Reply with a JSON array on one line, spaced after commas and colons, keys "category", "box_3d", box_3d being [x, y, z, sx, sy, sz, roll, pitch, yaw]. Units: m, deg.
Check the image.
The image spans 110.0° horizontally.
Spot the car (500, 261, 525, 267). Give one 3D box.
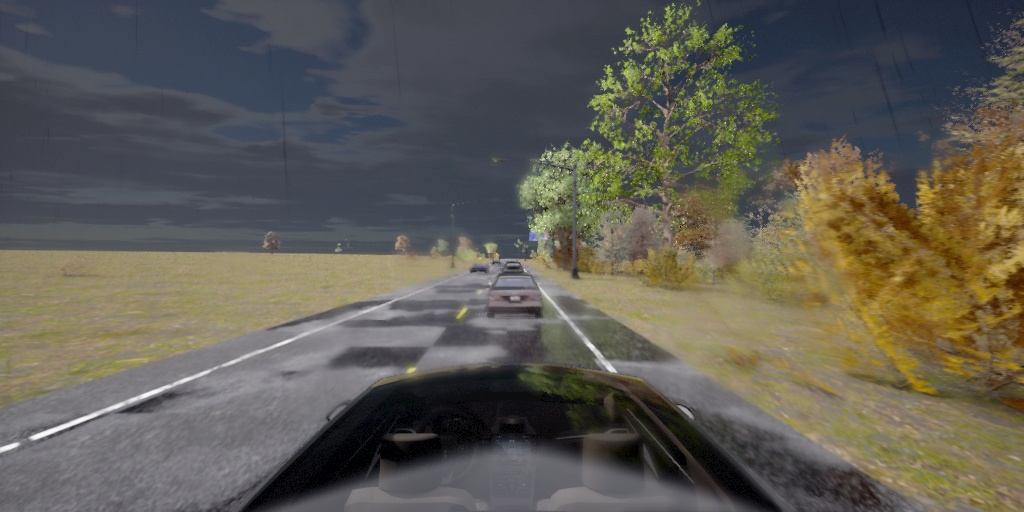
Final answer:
[{"category": "car", "box_3d": [0.104, 1.262, 32.115, 1.837, 1.490, 4.892, 0, 0, 0]}]

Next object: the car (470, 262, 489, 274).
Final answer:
[{"category": "car", "box_3d": [-3.588, 1.361, 40.265, 1.895, 1.301, 4.718, 0, 0, 0]}]

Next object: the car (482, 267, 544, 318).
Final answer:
[{"category": "car", "box_3d": [0.102, 1.300, 13.025, 2.033, 1.411, 5.357, 0, 0, 0]}]
